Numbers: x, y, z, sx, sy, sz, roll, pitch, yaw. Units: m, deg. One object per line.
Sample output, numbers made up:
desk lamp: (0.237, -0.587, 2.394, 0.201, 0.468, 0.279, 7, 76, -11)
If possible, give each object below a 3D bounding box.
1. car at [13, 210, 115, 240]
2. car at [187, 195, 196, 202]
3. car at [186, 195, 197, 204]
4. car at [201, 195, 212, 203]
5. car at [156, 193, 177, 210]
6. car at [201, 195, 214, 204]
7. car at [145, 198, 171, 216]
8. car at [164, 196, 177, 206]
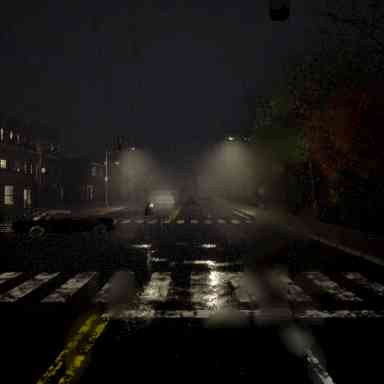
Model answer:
car: (-6.367, 1.592, 16.884, 4.718, 1.301, 1.895, 0, 0, -24)
car: (-0.168, 1.470, 73.297, 1.837, 1.490, 4.892, 0, 0, 0)
car: (-0.041, 1.524, 61.194, 2.033, 1.411, 5.357, 0, 0, 0)
car: (3.082, 1.494, 73.250, 2.128, 1.511, 4.902, 0, 0, 0)
car: (-3.431, 1.207, 43.151, 2.150, 2.045, 5.566, 0, 0, 0)
car: (3.208, 1.577, 63.245, 1.895, 1.301, 4.718, 0, 0, 0)
car: (-3.414, 1.554, 32.750, 1.994, 1.385, 4.181, 0, 0, 0)
car: (-3.448, 1.485, 53.619, 1.837, 1.490, 4.892, 0, 0, 0)
